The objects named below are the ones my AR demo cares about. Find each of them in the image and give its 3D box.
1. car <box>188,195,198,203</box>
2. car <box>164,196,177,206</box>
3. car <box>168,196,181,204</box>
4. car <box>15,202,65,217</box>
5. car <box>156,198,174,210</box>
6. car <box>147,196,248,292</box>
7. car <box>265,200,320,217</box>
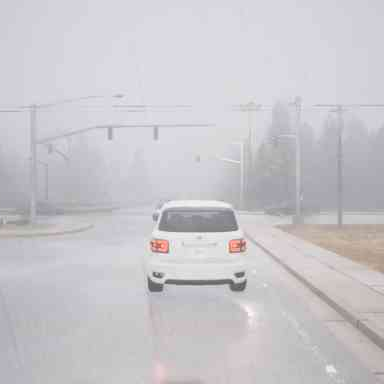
[{"bbox_3d":[0.314,1.521,73.924,2.128,1.511,4.902,0,0,2],"label":"car"},{"bbox_3d":[-3.556,1.505,55.126,1.837,1.490,4.892,0,0,0],"label":"car"},{"bbox_3d":[-3.422,1.491,65.392,2.128,1.511,4.902,0,0,1],"label":"car"},{"bbox_3d":[-14.143,1.591,31.024,4.181,1.385,1.994,0,0,1],"label":"car"},{"bbox_3d":[-3.584,1.547,44.939,2.033,1.411,5.357,0,0,0],"label":"car"},{"bbox_3d":[0.068,1.218,9.086,2.150,2.045,5.566,0,0,-2],"label":"car"},{"bbox_3d":[9.194,1.531,30.595,4.892,1.490,1.837,0,0,1],"label":"car"}]
